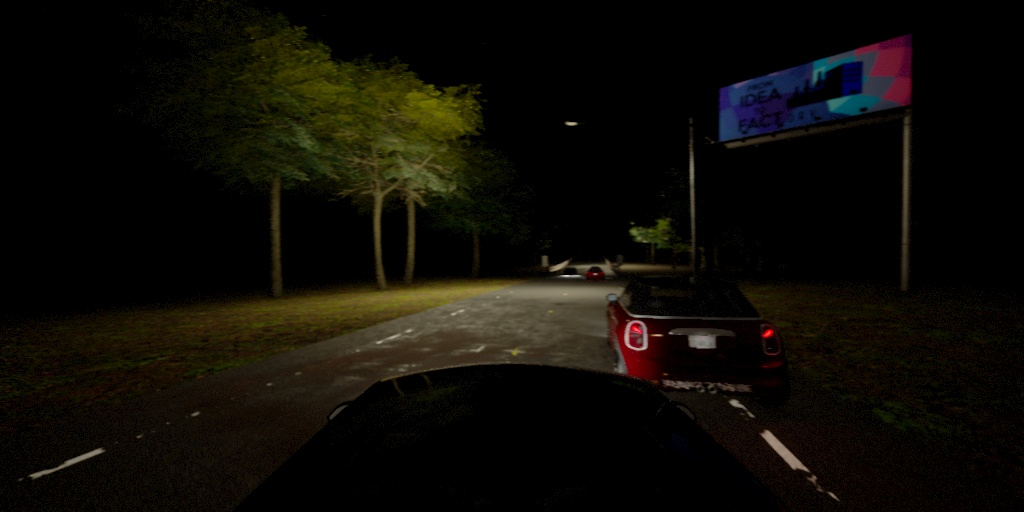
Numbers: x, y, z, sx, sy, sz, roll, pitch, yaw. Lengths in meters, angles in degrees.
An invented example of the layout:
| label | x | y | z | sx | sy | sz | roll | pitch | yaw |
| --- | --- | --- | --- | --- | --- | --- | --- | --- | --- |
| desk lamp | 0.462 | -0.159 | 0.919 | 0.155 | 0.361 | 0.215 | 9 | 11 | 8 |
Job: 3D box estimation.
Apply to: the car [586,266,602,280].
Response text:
| label | x | y | z | sx | sy | sz | roll | pitch | yaw |
| --- | --- | --- | --- | --- | --- | --- | --- | --- | --- |
| car | 9.084 | 1.899 | 39.010 | 1.994 | 1.385 | 4.181 | -1 | -1 | 14 |

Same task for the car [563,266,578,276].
| label | x | y | z | sx | sy | sz | roll | pitch | yaw |
| --- | --- | --- | --- | --- | --- | --- | --- | --- | --- |
| car | 8.846 | 2.240 | 54.058 | 1.994 | 1.385 | 4.181 | -1 | -1 | 13 |

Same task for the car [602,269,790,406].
| label | x | y | z | sx | sy | sz | roll | pitch | yaw |
| --- | --- | --- | --- | --- | --- | --- | --- | --- | --- |
| car | 2.865 | 1.120 | 6.579 | 2.097 | 1.767 | 4.553 | -1 | -1 | 13 |
